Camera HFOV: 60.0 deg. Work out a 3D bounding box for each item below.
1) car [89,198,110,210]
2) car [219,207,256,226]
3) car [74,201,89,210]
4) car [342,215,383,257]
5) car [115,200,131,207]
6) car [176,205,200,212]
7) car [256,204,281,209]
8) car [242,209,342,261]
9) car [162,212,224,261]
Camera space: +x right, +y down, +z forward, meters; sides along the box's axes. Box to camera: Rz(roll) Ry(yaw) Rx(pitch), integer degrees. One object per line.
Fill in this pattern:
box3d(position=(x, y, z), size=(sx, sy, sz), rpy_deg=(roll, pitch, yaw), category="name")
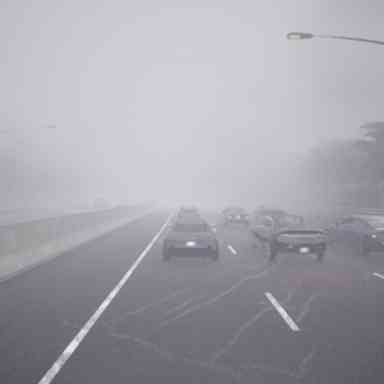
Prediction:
box3d(position=(-15.537, 1.983, 57.242), size=(2.150, 2.045, 5.566), rpy_deg=(0, -1, -2), category="car")
box3d(position=(3.209, 1.841, 25.685), size=(2.033, 1.411, 5.357), rpy_deg=(0, -1, -1), category="car")
box3d(position=(-19.067, 2.339, 57.903), size=(1.994, 1.385, 4.181), rpy_deg=(0, -1, -2), category="car")
box3d(position=(6.949, 1.646, 13.387), size=(1.812, 1.442, 4.674), rpy_deg=(0, 0, 0), category="car")
box3d(position=(-12.101, 2.137, 58.643), size=(2.097, 1.767, 4.553), rpy_deg=(0, -1, -2), category="car")
box3d(position=(-0.325, 1.816, 27.779), size=(2.128, 1.511, 4.902), rpy_deg=(0, -1, -1), category="car")
box3d(position=(6.650, 1.819, 29.091), size=(1.882, 1.535, 5.008), rpy_deg=(0, 0, -1), category="car")
box3d(position=(3.454, 1.605, 12.706), size=(2.128, 1.511, 4.902), rpy_deg=(0, -1, 0), category="car")
box3d(position=(-0.048, 1.681, 12.877), size=(1.994, 1.385, 4.181), rpy_deg=(0, -1, 0), category="car")
